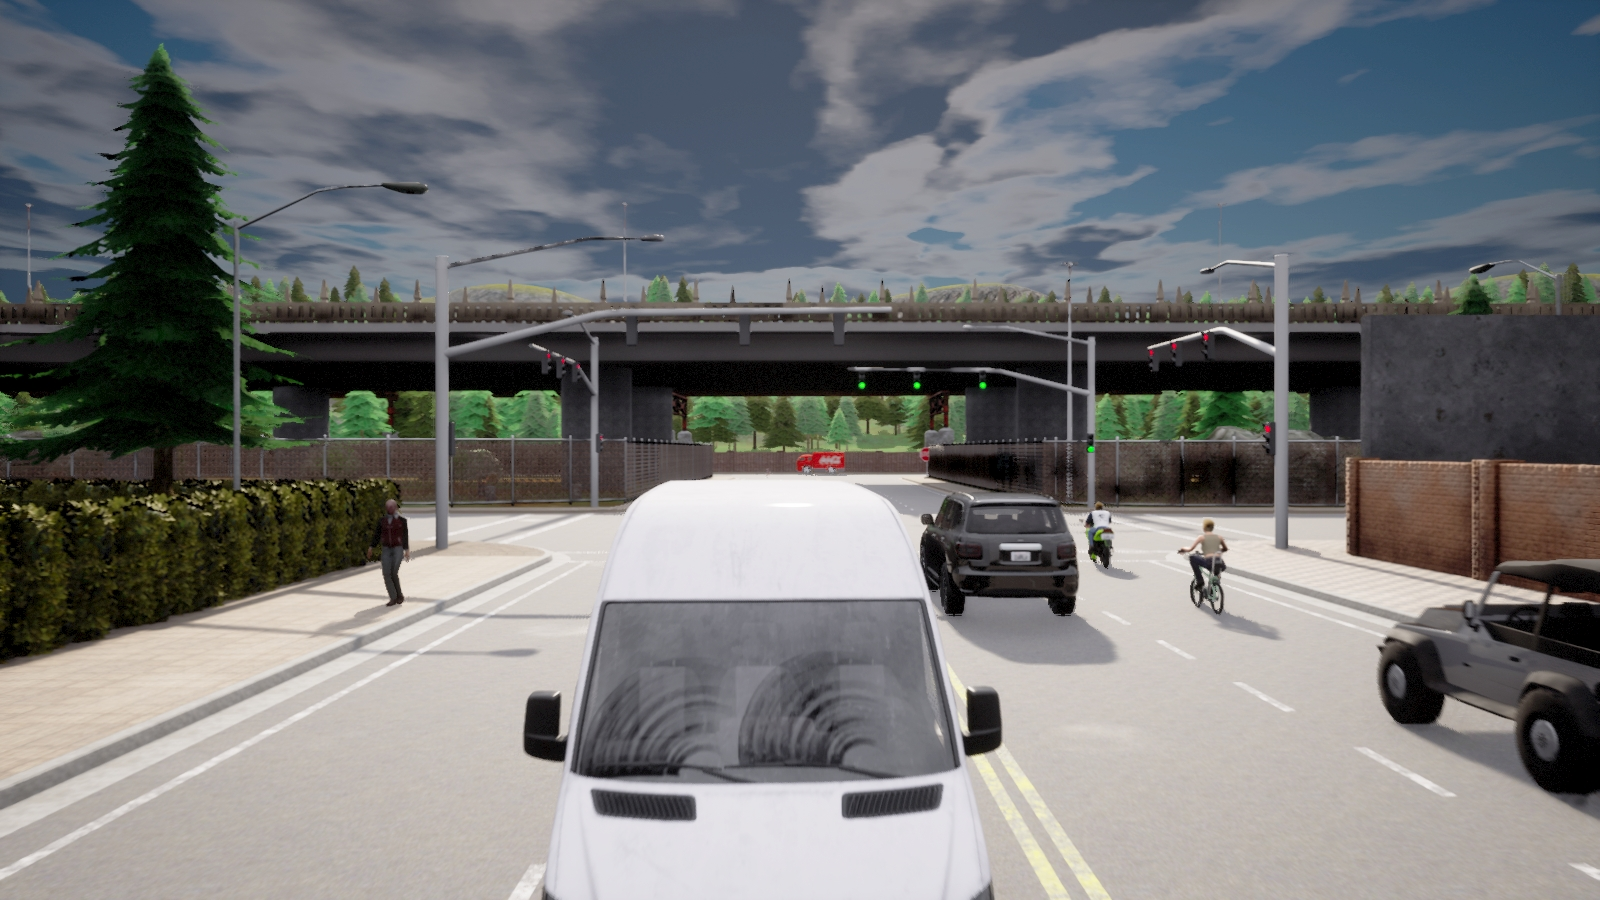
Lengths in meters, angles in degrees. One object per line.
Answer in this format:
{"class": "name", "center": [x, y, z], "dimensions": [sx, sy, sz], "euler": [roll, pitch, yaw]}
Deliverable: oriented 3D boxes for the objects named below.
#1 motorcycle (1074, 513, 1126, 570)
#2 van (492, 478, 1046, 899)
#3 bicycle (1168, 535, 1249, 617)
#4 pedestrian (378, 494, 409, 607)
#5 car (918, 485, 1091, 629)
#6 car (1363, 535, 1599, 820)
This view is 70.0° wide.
{"class": "motorcycle", "center": [7.143, 2.165, 27.278], "dimensions": [0.803, 1.199, 2.033], "euler": [0, 0, 4]}
{"class": "van", "center": [-0.246, 1.528, 7.056], "dimensions": [1.988, 2.561, 5.915], "euler": [0, 0, -3]}
{"class": "bicycle", "center": [7.013, 2.143, 19.698], "dimensions": [0.859, 1.276, 1.487], "euler": [0, -1, -1]}
{"class": "pedestrian", "center": [-6.827, 1.681, 19.187], "dimensions": [0.375, 1.860, 0.375], "euler": [0, 0, 2]}
{"class": "car", "center": [3.493, 1.766, 20.713], "dimensions": [2.150, 2.045, 5.566], "euler": [0, 0, 0]}
{"class": "car", "center": [6.989, 1.849, 10.323], "dimensions": [1.905, 1.878, 3.866], "euler": [0, 0, 0]}
